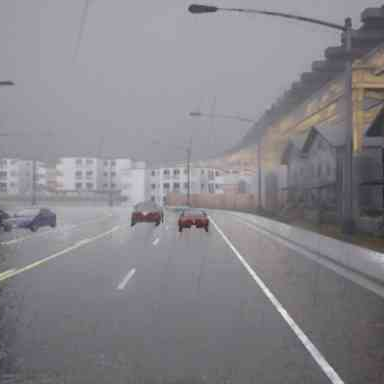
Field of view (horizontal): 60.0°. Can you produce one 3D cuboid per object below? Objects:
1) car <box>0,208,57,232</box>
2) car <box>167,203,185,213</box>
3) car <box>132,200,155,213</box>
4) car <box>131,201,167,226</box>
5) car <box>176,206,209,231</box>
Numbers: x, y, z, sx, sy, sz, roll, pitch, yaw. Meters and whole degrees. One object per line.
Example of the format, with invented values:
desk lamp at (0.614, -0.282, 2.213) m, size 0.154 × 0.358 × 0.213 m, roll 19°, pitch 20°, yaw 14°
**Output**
car at (-10.500, 1.773, 22.013) m, size 1.812 × 1.442 × 4.674 m, roll 0°, pitch -1°, yaw 0°
car at (-2.105, 2.088, 44.576) m, size 1.895 × 1.301 × 4.718 m, roll 0°, pitch -1°, yaw -19°
car at (-6.865, 1.990, 46.892) m, size 1.882 × 1.535 × 5.008 m, roll 0°, pitch -1°, yaw -25°
car at (-3.403, 1.638, 26.144) m, size 2.097 × 1.767 × 4.553 m, roll 0°, pitch -1°, yaw 0°
car at (0.102, 1.846, 22.343) m, size 1.895 × 1.301 × 4.718 m, roll 0°, pitch -1°, yaw 0°
